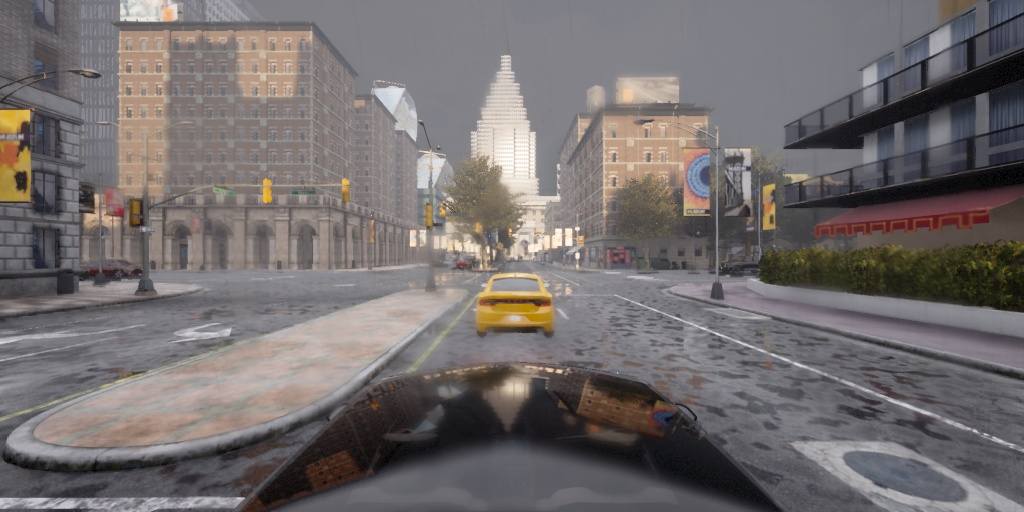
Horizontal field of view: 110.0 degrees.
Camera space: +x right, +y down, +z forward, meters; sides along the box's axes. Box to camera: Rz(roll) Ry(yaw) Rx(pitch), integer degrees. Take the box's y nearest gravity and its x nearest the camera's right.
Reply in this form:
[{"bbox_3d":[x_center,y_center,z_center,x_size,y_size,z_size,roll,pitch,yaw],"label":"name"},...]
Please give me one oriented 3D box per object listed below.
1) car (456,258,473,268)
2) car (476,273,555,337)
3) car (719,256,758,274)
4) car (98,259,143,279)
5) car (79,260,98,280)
[{"bbox_3d":[-7.999,1.351,59.114,1.895,1.301,4.718,0,0,0],"label":"car"},{"bbox_3d":[0.093,1.228,10.374,1.882,1.535,5.008,0,0,0],"label":"car"},{"bbox_3d":[26.005,0.971,39.721,5.566,2.045,2.150,0,0,0],"label":"car"},{"bbox_3d":[-35.757,1.102,32.371,4.553,1.767,2.097,0,0,0],"label":"car"},{"bbox_3d":[-37.097,1.227,28.865,5.008,1.535,1.882,0,0,0],"label":"car"}]
